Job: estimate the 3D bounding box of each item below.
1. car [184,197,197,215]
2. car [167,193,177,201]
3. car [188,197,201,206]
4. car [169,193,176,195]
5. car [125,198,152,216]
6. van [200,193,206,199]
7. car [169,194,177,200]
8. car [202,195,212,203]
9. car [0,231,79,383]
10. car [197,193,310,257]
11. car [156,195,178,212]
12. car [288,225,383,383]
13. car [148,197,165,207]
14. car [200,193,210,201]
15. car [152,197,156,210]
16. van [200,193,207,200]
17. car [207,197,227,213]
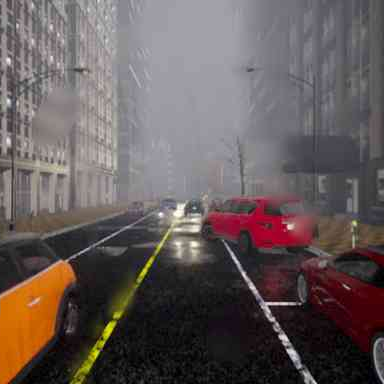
[{"bbox_3d":[0.242,1.491,33.091,1.994,1.385,4.181,0,0,0],"label":"car"},{"bbox_3d":[-4.933,1.124,81.388,2.192,1.841,5.009,0,0,0],"label":"car"},{"bbox_3d":[0.344,1.445,52.455,1.994,1.385,4.181,0,0,0],"label":"car"},{"bbox_3d":[-4.985,1.382,70.294,1.887,1.381,4.507,0,0,0],"label":"car"},{"bbox_3d":[-5.169,1.513,31.462,1.802,1.307,4.206,0,0,0],"label":"car"},{"bbox_3d":[3.000,1.120,92.446,1.690,1.788,3.998,0,0,0],"label":"van"},{"bbox_3d":[-4.907,1.234,86.936,1.967,1.590,4.097,0,0,0],"label":"car"},{"bbox_3d":[2.869,1.377,64.880,1.752,1.417,4.829,0,0,0],"label":"car"},{"bbox_3d":[-2.831,1.344,3.346,2.097,1.767,4.553,0,0,0],"label":"car"},{"bbox_3d":[2.292,1.195,13.221,2.150,2.045,5.566,0,0,-20],"label":"car"},{"bbox_3d":[-2.670,1.443,37.728,1.812,1.442,4.674,0,0,0],"label":"car"},{"bbox_3d":[3.046,1.515,4.953,1.812,1.442,4.674,0,0,0],"label":"car"},{"bbox_3d":[-5.090,1.458,48.104,1.947,1.339,4.313,0,0,0],"label":"car"},{"bbox_3d":[2.925,1.138,75.802,2.192,1.841,5.009,0,0,0],"label":"car"},{"bbox_3d":[-5.117,1.431,42.387,1.752,1.417,4.829,0,0,0],"label":"car"},{"bbox_3d":[2.974,1.135,86.899,1.690,1.788,3.998,0,0,0],"label":"van"},{"bbox_3d":[2.737,1.359,36.972,1.967,1.590,4.097,0,0,0],"label":"car"}]
